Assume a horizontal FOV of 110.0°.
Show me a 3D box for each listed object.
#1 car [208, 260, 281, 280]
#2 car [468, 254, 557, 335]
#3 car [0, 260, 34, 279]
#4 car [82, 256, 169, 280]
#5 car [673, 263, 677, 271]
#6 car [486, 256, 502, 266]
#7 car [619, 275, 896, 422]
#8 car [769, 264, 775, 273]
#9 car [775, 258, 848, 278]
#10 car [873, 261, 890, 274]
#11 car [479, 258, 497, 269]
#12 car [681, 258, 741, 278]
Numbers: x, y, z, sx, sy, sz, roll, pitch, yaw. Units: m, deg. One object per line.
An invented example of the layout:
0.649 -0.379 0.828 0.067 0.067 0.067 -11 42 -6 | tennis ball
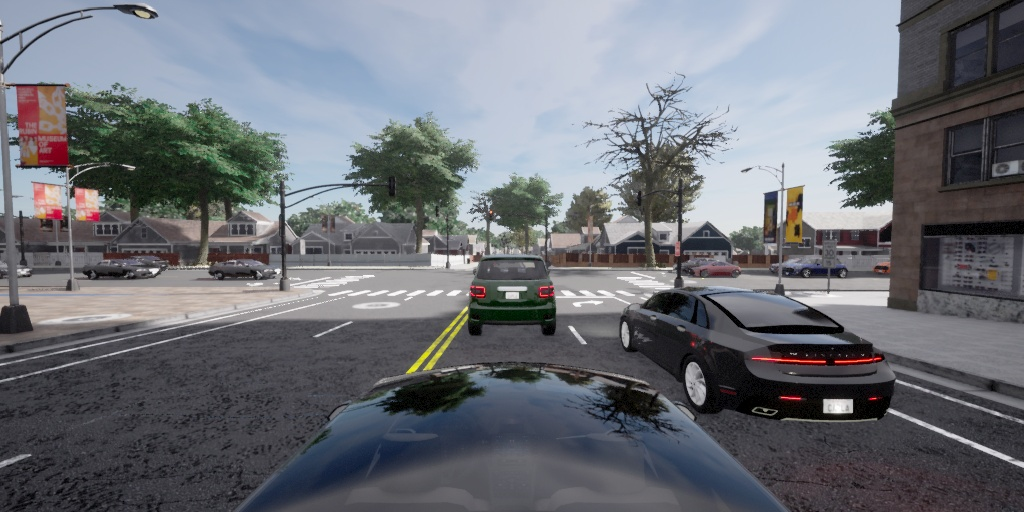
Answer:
-20.534 1.035 27.683 4.902 1.511 2.128 0 2 -2 | car
-0.011 0.968 10.615 2.150 2.045 5.566 0 0 0 | car
-40.252 1.019 27.820 4.674 1.442 1.812 0 2 0 | car
-30.093 1.009 27.741 4.902 1.511 2.128 0 2 0 | car
17.944 0.915 34.190 4.902 1.511 2.128 0 2 1 | car
-2.850 0.783 56.797 2.128 1.511 4.902 0 0 1 | car
3.259 1.251 6.000 1.837 1.490 4.892 0 0 0 | car
27.146 0.993 34.147 4.674 1.442 1.812 0 2 0 | car
25.991 0.940 30.895 4.553 1.767 2.097 0 2 0 | car
37.306 0.879 34.075 4.553 1.767 2.097 0 2 1 | car
-3.019 0.940 46.134 1.895 1.301 4.718 0 0 1 | car
17.331 1.110 30.945 4.181 1.385 1.994 0 2 0 | car
